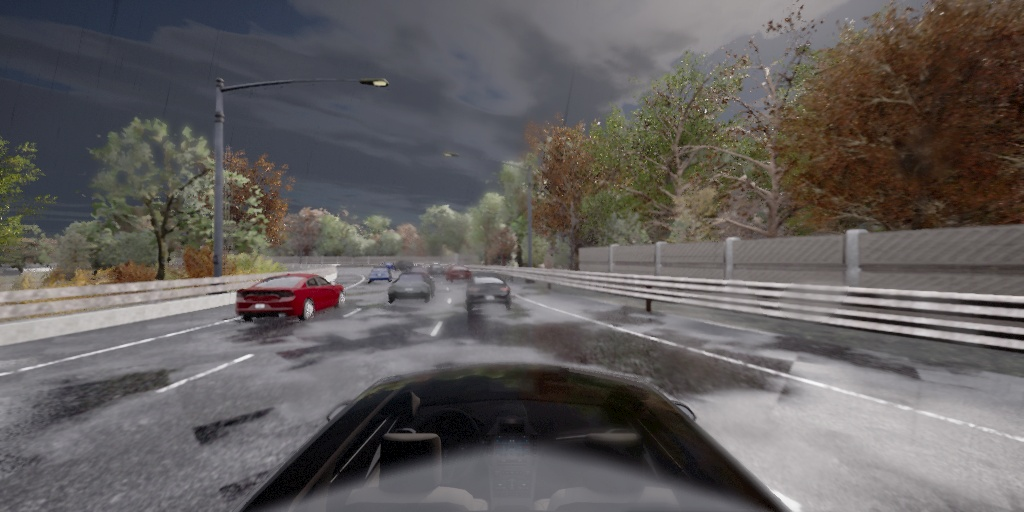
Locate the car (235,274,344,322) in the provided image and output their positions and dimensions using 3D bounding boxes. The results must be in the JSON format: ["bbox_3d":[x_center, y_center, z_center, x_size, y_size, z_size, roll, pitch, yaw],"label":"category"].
[{"bbox_3d":[-7.807,1.382,13.168,1.882,1.535,5.008,0,-1,-6],"label":"car"}]

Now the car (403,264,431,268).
[{"bbox_3d":[-9.823,1.770,36.961,1.994,1.385,4.181,0,-1,-19],"label":"car"}]

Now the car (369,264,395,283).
[{"bbox_3d":[-12.045,1.705,32.840,2.033,1.411,5.357,0,-1,-18],"label":"car"}]

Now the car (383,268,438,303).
[{"bbox_3d":[-5.070,1.532,18.495,1.994,1.385,4.181,0,-1,-9],"label":"car"}]

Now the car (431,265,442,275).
[{"bbox_3d":[-10.070,1.861,47.162,1.812,1.442,4.674,0,-1,-23],"label":"car"}]

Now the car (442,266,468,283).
[{"bbox_3d":[-5.105,1.635,33.598,1.882,1.535,5.008,0,-1,-18],"label":"car"}]

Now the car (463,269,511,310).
[{"bbox_3d":[-1.116,1.455,15.844,1.812,1.442,4.674,0,-1,-7],"label":"car"}]
